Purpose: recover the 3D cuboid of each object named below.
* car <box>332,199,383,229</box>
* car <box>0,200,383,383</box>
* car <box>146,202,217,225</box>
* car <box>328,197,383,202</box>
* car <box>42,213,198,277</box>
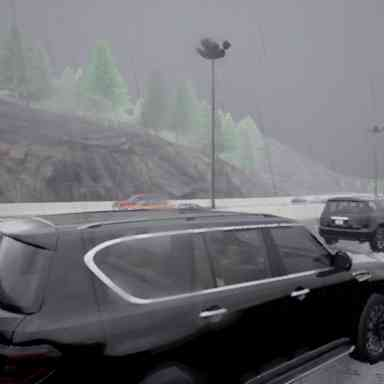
[{"bbox_3d":[11.548,1.378,22.523,4.553,1.767,2.097,0,0,-42],"label":"car"},{"bbox_3d":[0.396,1.229,4.149,5.566,2.045,2.150,0,0,-36],"label":"car"},{"bbox_3d":[-0.712,1.593,25.862,5.357,1.411,2.033,0,0,-40],"label":"car"},{"bbox_3d":[7.651,1.238,14.363,5.566,2.045,2.150,0,0,-40],"label":"car"},{"bbox_3d":[-2.213,1.548,10.961,4.674,1.442,1.812,0,0,-37],"label":"car"}]
